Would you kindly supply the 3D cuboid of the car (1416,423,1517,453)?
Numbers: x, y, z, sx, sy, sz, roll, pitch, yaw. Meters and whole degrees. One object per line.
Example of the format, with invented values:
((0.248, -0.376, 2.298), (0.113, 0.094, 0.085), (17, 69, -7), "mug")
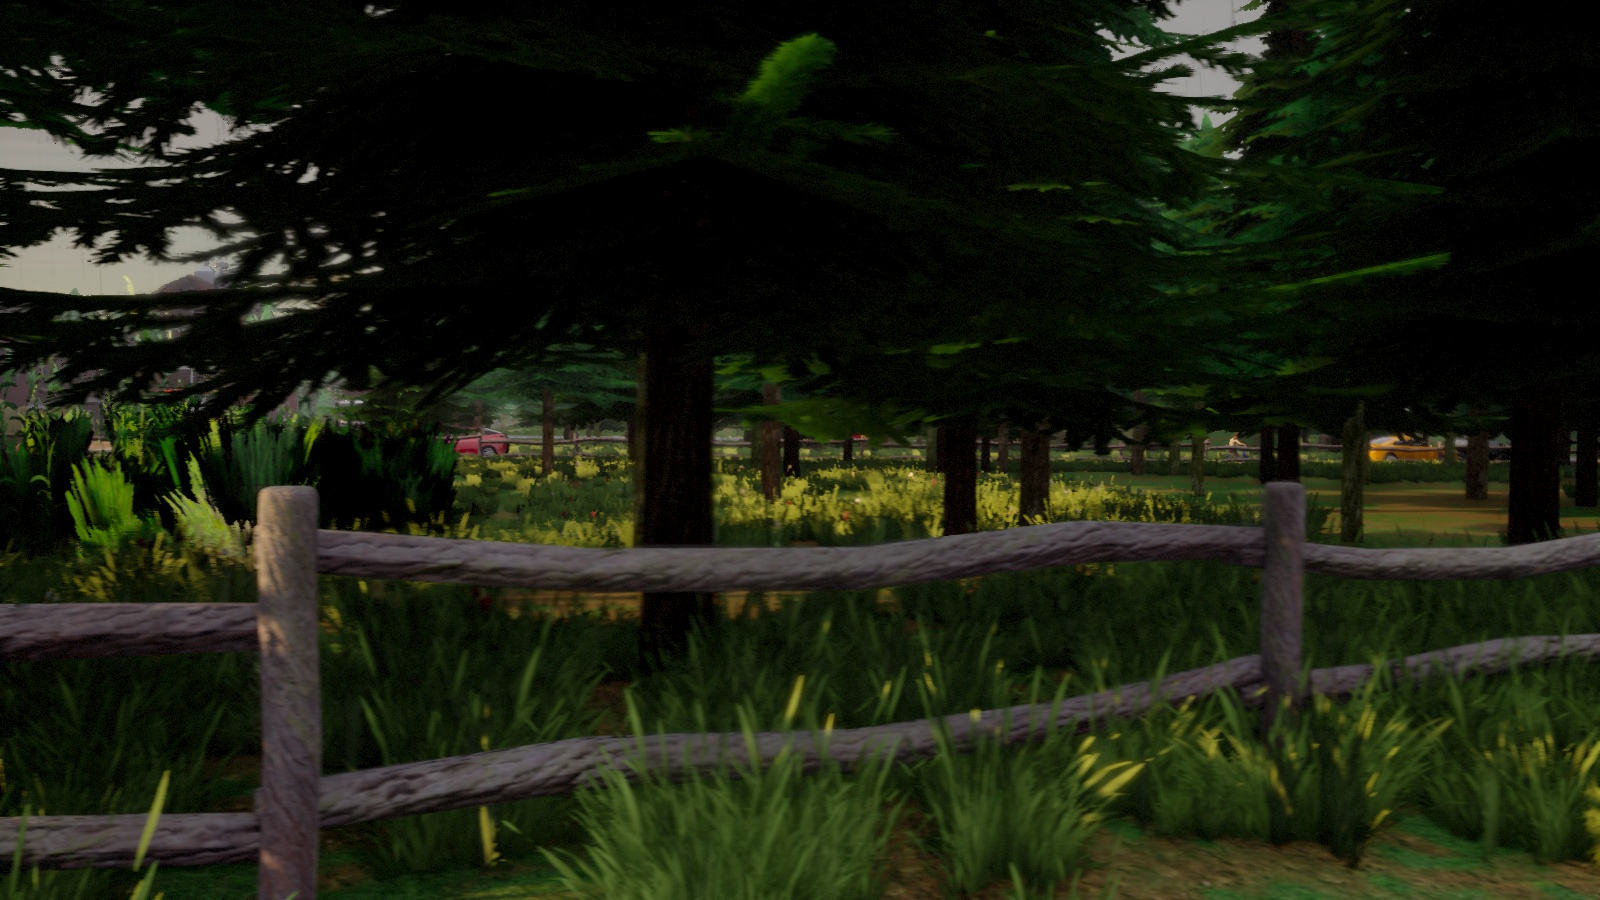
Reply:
((34.564, -0.639, 65.129), (4.792, 1.488, 2.163), (-1, 1, -24), "car")

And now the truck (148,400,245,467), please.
((-32.764, -0.910, 68.532), (2.891, 3.462, 7.936), (-1, 1, -12), "truck")

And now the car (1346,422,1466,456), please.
((28.831, -0.515, 59.820), (5.008, 1.535, 1.882), (-1, 1, -11), "car")

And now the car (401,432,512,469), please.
((-15.066, 0.000, 55.271), (4.514, 1.525, 2.007), (-1, 1, -9), "car")
